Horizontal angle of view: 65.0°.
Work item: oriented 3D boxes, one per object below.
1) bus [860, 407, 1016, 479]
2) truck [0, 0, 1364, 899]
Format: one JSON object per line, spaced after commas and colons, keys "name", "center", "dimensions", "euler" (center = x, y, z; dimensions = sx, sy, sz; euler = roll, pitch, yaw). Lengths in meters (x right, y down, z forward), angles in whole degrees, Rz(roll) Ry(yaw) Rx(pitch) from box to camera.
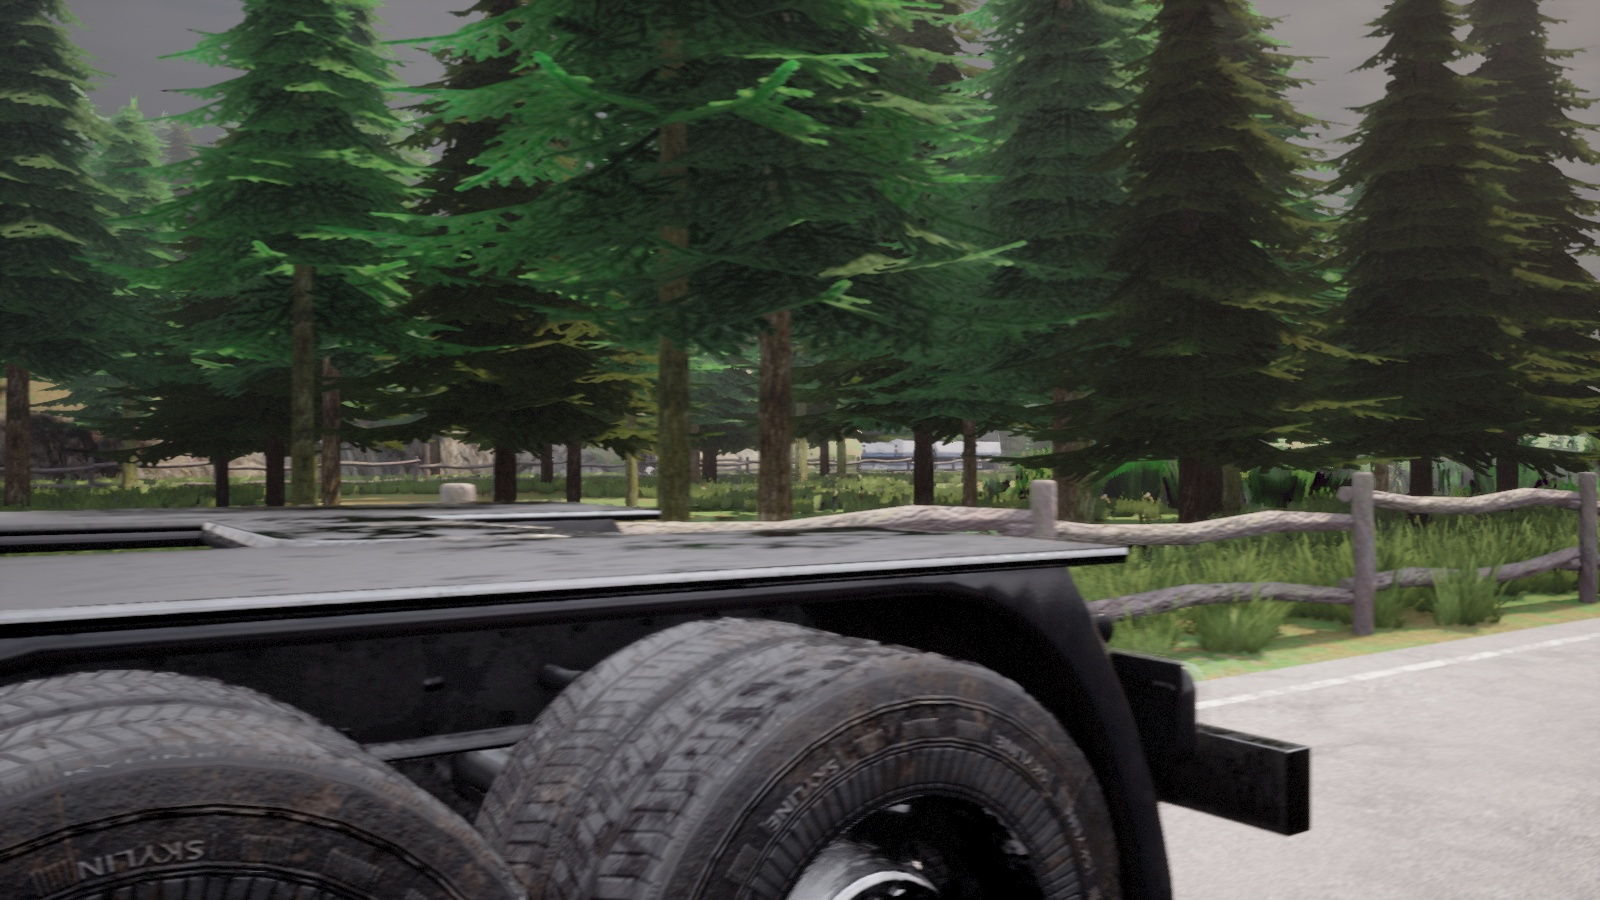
{"name": "bus", "center": [8.830, -0.429, 79.307], "dimensions": [10.273, 4.253, 3.944], "euler": [0, 0, -42]}
{"name": "truck", "center": [-2.845, -0.225, 1.682], "dimensions": [7.936, 3.462, 2.891], "euler": [0, 0, -35]}
